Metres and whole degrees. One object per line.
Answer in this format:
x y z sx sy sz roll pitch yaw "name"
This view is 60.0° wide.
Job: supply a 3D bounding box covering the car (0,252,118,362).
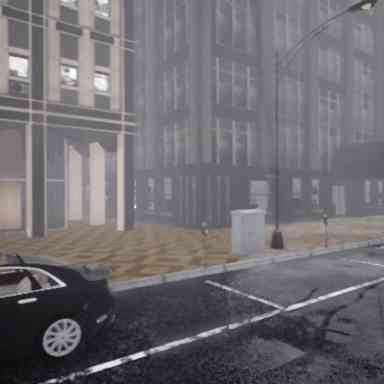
-3.181 1.551 4.295 4.403 1.369 2.008 0 0 -35 "car"
